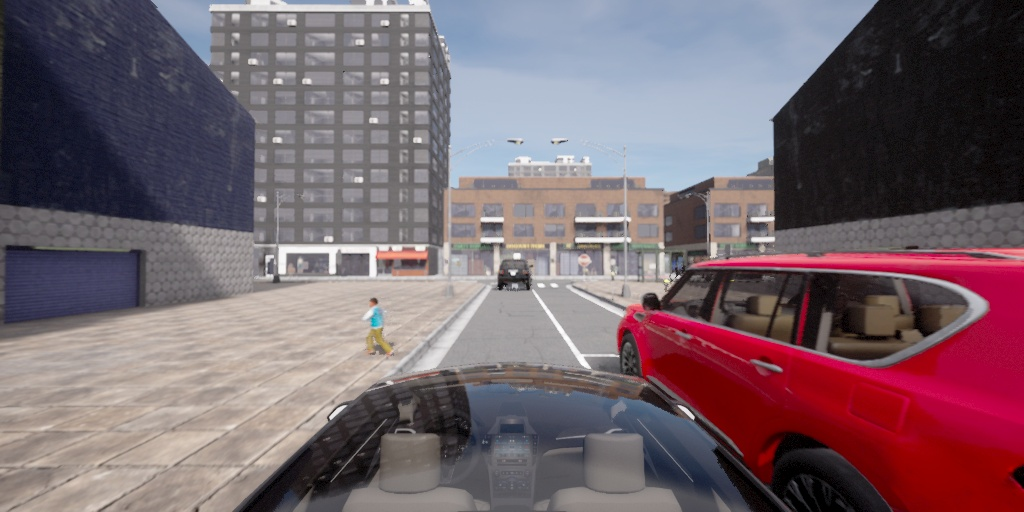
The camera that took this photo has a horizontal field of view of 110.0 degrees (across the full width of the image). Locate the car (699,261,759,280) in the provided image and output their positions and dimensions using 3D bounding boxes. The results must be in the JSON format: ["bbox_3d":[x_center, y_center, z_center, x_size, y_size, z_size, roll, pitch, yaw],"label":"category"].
[{"bbox_3d":[21.068,1.397,34.892,4.553,1.767,2.097,0,-1,0],"label":"car"}]

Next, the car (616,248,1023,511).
[{"bbox_3d":[2.750,0.992,3.475,2.150,2.045,5.566,0,-1,0],"label":"car"}]

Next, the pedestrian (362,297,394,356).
[{"bbox_3d":[-2.525,1.320,6.722,0.500,1.100,0.500,0,-1,0],"label":"pedestrian"}]

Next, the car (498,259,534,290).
[{"bbox_3d":[0.315,1.204,25.270,2.150,2.045,5.566,0,0,5],"label":"car"}]
